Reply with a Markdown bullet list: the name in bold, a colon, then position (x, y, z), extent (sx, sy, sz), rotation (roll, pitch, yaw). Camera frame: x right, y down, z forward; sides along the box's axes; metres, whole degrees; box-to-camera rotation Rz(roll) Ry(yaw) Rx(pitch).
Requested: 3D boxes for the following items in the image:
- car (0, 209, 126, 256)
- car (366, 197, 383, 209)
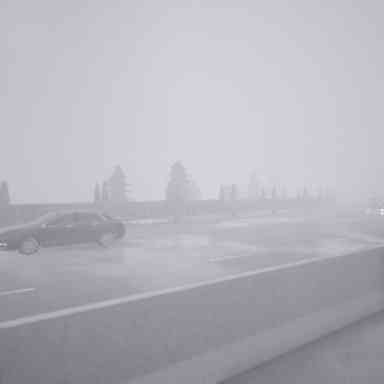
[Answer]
- **car**: position (-5.079, 1.489, 13.300), extent (4.892, 1.490, 1.837), rotation (0, 0, -36)
- **car**: position (24.039, 1.418, 43.446), extent (1.837, 1.490, 4.892), rotation (0, 0, 30)
